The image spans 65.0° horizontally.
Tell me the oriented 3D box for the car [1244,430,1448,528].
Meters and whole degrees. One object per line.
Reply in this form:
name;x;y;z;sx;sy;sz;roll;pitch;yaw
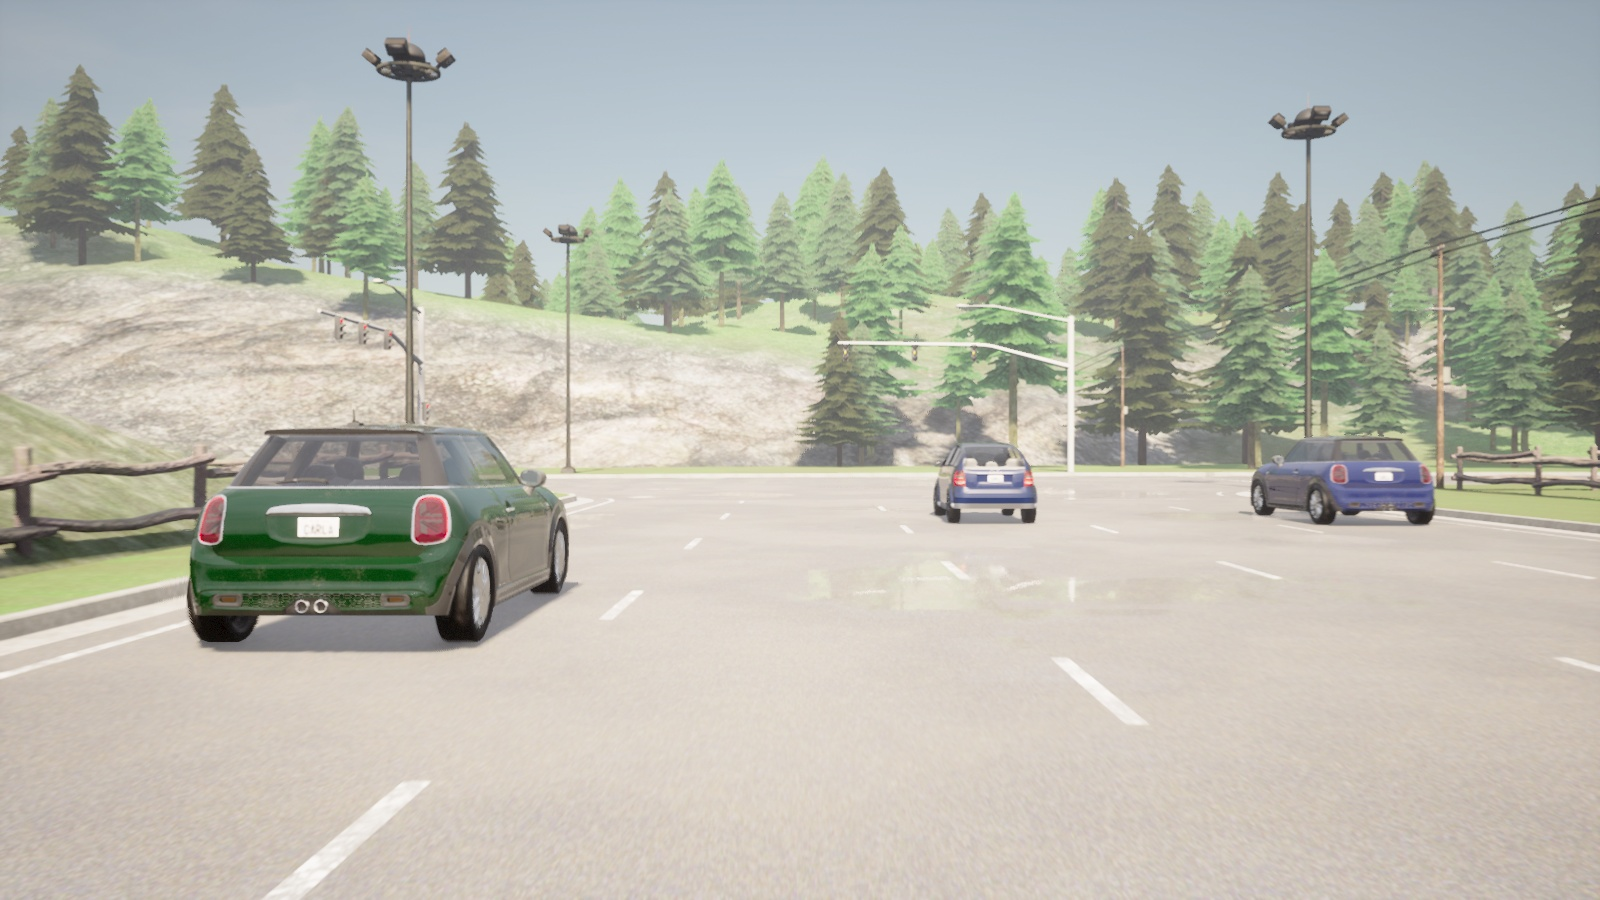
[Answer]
car;10.659;0.513;24.946;2.097;1.767;4.553;0;0;0

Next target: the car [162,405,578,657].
car;-3.421;0.558;11.094;2.097;1.767;4.553;0;0;0

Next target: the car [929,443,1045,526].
car;3.659;0.627;25.144;1.789;1.549;3.705;0;0;0
